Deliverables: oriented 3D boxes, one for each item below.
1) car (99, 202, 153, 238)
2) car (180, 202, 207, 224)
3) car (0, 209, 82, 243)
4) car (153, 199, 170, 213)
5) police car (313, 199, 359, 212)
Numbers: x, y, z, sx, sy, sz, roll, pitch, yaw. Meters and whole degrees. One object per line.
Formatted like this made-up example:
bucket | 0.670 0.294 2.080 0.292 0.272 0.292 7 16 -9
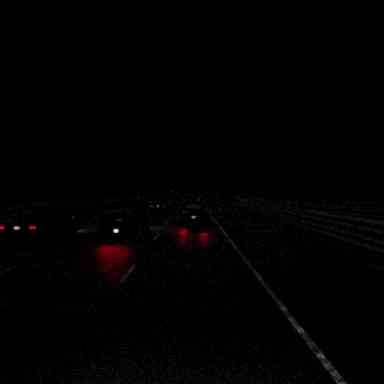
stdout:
car | -3.398 1.466 17.263 1.837 1.490 4.892 0 0 0
car | 0.107 1.472 24.010 1.812 1.442 4.674 0 0 0
car | -6.904 1.498 15.634 2.033 1.411 5.357 0 -1 0
car | -3.395 1.470 35.677 2.033 1.411 5.357 0 0 0
police car | 13.784 1.460 32.315 1.930 1.638 5.238 0 0 -15
